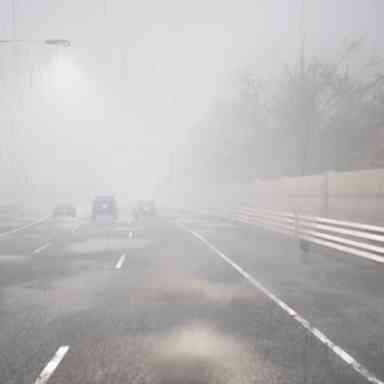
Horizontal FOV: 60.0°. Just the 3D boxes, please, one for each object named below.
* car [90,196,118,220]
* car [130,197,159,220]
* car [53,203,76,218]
[{"bbox_3d":[-7.966,1.369,30.191,2.150,2.045,5.566,0,0,-16],"label":"car"},{"bbox_3d":[-4.402,1.476,30.235,2.097,1.767,4.553,0,0,-16],"label":"car"},{"bbox_3d":[-12.475,1.749,32.765,1.994,1.385,4.181,0,0,-18],"label":"car"}]
